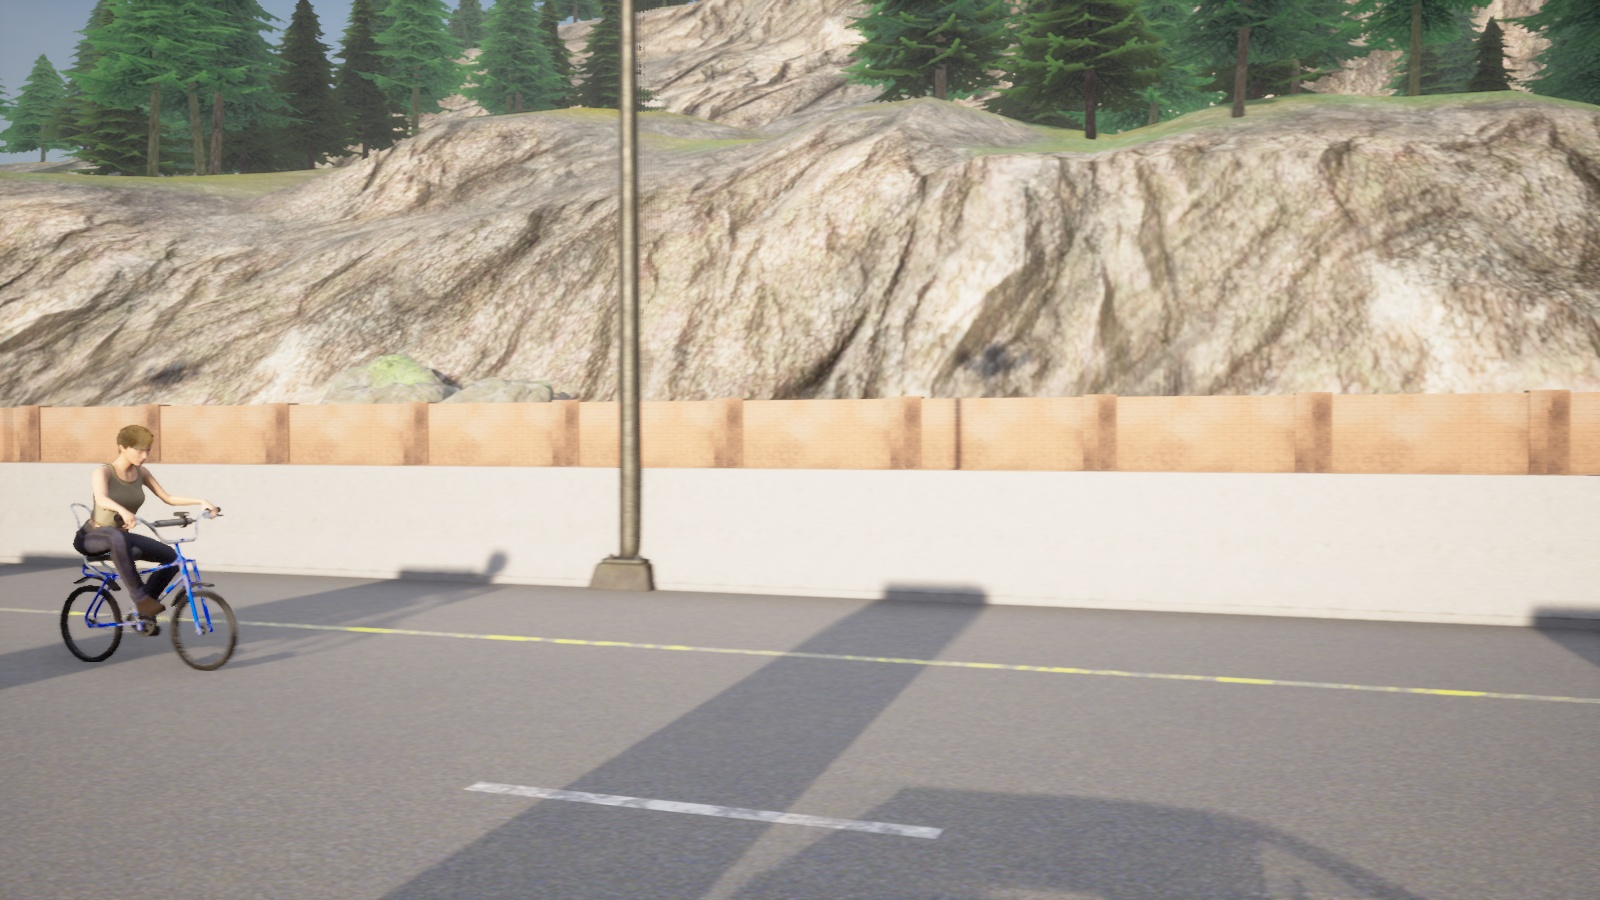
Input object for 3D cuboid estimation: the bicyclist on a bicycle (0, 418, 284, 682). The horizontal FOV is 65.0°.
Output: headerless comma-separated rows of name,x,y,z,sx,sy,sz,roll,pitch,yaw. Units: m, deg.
bicyclist on a bicycle,-4.351,0.602,8.340,1.509,1.612,0.866,1,1,19
